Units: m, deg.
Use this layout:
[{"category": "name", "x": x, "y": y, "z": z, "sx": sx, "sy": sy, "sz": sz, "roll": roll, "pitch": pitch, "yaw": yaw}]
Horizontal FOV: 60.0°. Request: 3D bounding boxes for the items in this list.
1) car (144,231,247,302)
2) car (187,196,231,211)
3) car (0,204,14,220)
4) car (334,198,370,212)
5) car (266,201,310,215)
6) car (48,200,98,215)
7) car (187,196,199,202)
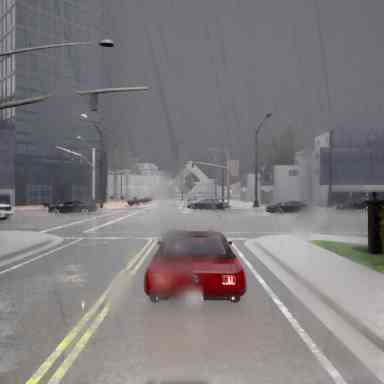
[{"category": "car", "x": 0.068, "y": 1.601, "z": 8.189, "sx": 1.895, "sy": 1.301, "sz": 4.718, "roll": 0, "pitch": 0, "yaw": 0}, {"category": "car", "x": 2.002, "y": 1.555, "z": 40.014, "sx": 5.357, "sy": 1.411, "sz": 2.033, "roll": 0, "pitch": 0, "yaw": 35}, {"category": "car", "x": -17.346, "y": 1.339, "z": 26.585, "sx": 5.566, "sy": 2.045, "sz": 2.150, "roll": -1, "pitch": 0, "yaw": 0}, {"category": "car", "x": 18.649, "y": 1.451, "z": 37.587, "sx": 4.902, "sy": 1.511, "sz": 2.128, "roll": 0, "pitch": 0, "yaw": -1}, {"category": "car", "x": 9.633, "y": 1.562, "z": 33.540, "sx": 4.181, "sy": 1.385, "sz": 1.994, "roll": 0, "pitch": 0, "yaw": -6}, {"category": "car", "x": -12.061, "y": 1.569, "z": 33.824, "sx": 4.892, "sy": 1.490, "sz": 1.837, "roll": -1, "pitch": 0, "yaw": 0}, {"category": "car", "x": 0.197, "y": 1.540, "z": 74.475, "sx": 2.033, "sy": 1.411, "sz": 5.357, "roll": 0, "pitch": 0, "yaw": 8}]
